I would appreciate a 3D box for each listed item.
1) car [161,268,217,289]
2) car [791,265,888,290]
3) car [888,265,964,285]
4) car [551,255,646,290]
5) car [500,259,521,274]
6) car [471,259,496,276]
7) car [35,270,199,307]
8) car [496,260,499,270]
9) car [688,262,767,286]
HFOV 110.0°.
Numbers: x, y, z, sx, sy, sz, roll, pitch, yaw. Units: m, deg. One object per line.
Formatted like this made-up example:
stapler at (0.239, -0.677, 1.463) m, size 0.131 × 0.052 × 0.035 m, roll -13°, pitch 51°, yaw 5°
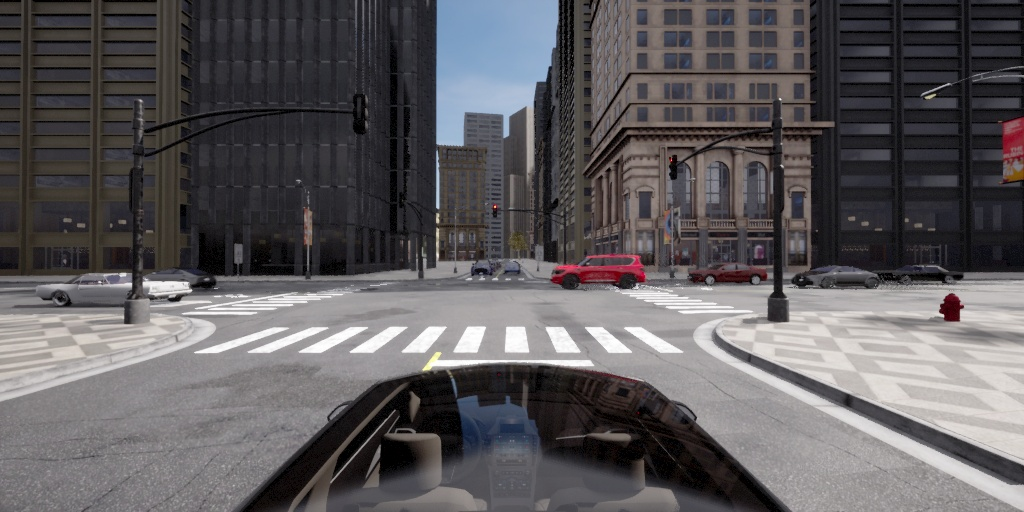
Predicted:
car at (-20.420, 1.395, 21.659) m, size 4.181 × 1.385 × 1.994 m, roll 0°, pitch 0°, yaw 0°
car at (19.504, 1.266, 21.705) m, size 4.181 × 1.385 × 1.994 m, roll 0°, pitch 0°, yaw 0°
car at (28.008, 1.306, 24.962) m, size 4.718 × 1.301 × 1.895 m, roll 0°, pitch 0°, yaw 1°
car at (5.162, 0.961, 21.692) m, size 5.566 × 2.045 × 2.150 m, roll 0°, pitch 0°, yaw 0°
car at (0.049, 1.350, 41.930) m, size 2.033 × 1.411 × 5.357 m, roll 0°, pitch 0°, yaw 1°
car at (-3.058, 1.145, 37.598) m, size 2.097 × 1.767 × 4.553 m, roll 0°, pitch 0°, yaw 0°
car at (-16.379, 1.366, 14.963) m, size 4.718 × 1.301 × 1.895 m, roll 0°, pitch 0°, yaw 0°
car at (-3.070, 1.377, 46.370) m, size 1.994 × 1.385 × 4.181 m, roll 0°, pitch 0°, yaw 0°
car at (14.899, 1.215, 24.955) m, size 5.008 × 1.535 × 1.882 m, roll 0°, pitch 0°, yaw 0°
